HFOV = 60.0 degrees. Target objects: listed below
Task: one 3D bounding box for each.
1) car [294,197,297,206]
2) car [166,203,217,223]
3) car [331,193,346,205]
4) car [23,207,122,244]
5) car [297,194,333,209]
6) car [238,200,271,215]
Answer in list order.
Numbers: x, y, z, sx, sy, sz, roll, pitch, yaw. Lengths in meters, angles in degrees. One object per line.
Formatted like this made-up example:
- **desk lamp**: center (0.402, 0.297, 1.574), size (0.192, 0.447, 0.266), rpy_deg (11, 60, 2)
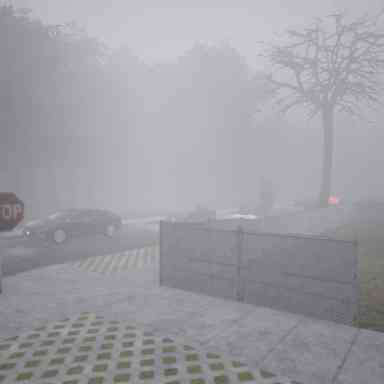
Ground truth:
- **car**: center (15.480, 1.121, 45.456), size (1.882, 1.535, 5.008), rpy_deg (2, 2, 36)
- **car**: center (0.103, 1.529, 24.293), size (1.812, 1.442, 4.674), rpy_deg (2, 2, 36)
- **car**: center (20.781, 0.978, 48.095), size (2.097, 1.767, 4.553), rpy_deg (2, 2, 36)
- **car**: center (-5.659, 1.530, 16.306), size (1.837, 1.490, 4.892), rpy_deg (2, 1, 36)
- **car**: center (14.746, 1.282, 39.659), size (2.128, 1.511, 4.902), rpy_deg (2, 2, 36)
- **car**: center (6.171, 1.450, 32.705), size (1.994, 1.385, 4.181), rpy_deg (2, 2, 36)
